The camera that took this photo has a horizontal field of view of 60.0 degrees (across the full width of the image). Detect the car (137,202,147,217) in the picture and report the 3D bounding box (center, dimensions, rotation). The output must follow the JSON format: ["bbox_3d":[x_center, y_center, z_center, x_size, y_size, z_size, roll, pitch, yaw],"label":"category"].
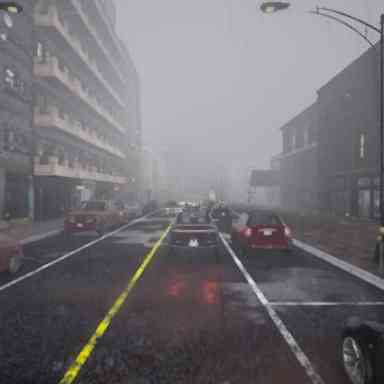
[{"bbox_3d":[-5.688,1.659,30.809,2.008,1.369,4.403,0,0,0],"label":"car"}]

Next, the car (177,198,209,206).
[{"bbox_3d":[0.076,1.592,28.834,2.128,1.511,4.902,0,0,0],"label":"car"}]

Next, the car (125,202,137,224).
[{"bbox_3d":[-5.690,1.527,25.112,1.967,1.590,4.097,0,0,0],"label":"car"}]

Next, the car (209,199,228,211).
[{"bbox_3d":[2.693,1.658,30.802,2.008,1.369,4.403,0,0,0],"label":"car"}]

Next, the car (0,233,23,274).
[{"bbox_3d":[-5.693,1.609,8.021,1.802,1.307,4.206,0,0,0],"label":"car"}]

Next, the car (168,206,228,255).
[{"bbox_3d":[0.072,1.537,13.583,2.128,1.511,4.902,0,0,0],"label":"car"}]

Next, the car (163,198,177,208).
[{"bbox_3d":[-3.061,1.760,51.525,1.994,1.385,4.181,0,0,0],"label":"car"}]

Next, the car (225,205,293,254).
[{"bbox_3d":[2.688,1.486,13.713,1.967,1.590,4.097,0,0,0],"label":"car"}]

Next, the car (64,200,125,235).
[{"bbox_3d":[-5.692,1.381,19.415,2.192,1.841,5.009,0,0,0],"label":"car"}]

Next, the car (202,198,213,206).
[{"bbox_3d":[2.698,1.757,59.455,1.752,1.417,4.829,0,0,0],"label":"car"}]

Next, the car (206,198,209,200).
[{"bbox_3d":[2.695,1.698,42.194,1.887,1.381,4.507,0,0,0],"label":"car"}]

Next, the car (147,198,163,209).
[{"bbox_3d":[-5.684,1.745,47.898,1.947,1.339,4.313,0,0,0],"label":"car"}]

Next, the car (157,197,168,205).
[{"bbox_3d":[-5.681,1.783,64.818,1.752,1.417,4.829,0,0,0],"label":"car"}]

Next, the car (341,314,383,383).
[{"bbox_3d":[2.687,1.574,2.320,1.947,1.339,4.313,0,0,0],"label":"car"}]

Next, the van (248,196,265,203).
[{"bbox_3d":[14.675,1.717,75.746,3.998,1.788,1.690,0,0,0],"label":"van"}]

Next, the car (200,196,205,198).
[{"bbox_3d":[2.697,1.749,53.588,1.887,1.381,4.507,0,0,0],"label":"car"}]
